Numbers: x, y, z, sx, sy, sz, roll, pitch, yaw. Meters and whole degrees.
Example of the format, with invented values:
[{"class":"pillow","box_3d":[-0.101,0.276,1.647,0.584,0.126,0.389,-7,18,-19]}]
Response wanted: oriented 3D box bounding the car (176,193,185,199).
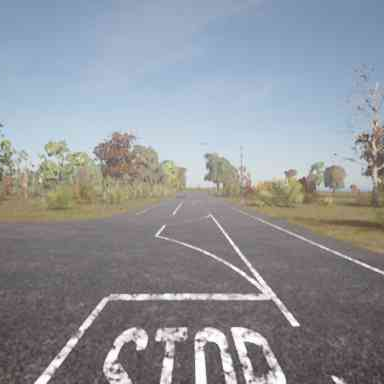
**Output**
[{"class":"car","box_3d":[-2.898,1.074,87.271,2.033,1.411,5.357,0,0,5]}]
